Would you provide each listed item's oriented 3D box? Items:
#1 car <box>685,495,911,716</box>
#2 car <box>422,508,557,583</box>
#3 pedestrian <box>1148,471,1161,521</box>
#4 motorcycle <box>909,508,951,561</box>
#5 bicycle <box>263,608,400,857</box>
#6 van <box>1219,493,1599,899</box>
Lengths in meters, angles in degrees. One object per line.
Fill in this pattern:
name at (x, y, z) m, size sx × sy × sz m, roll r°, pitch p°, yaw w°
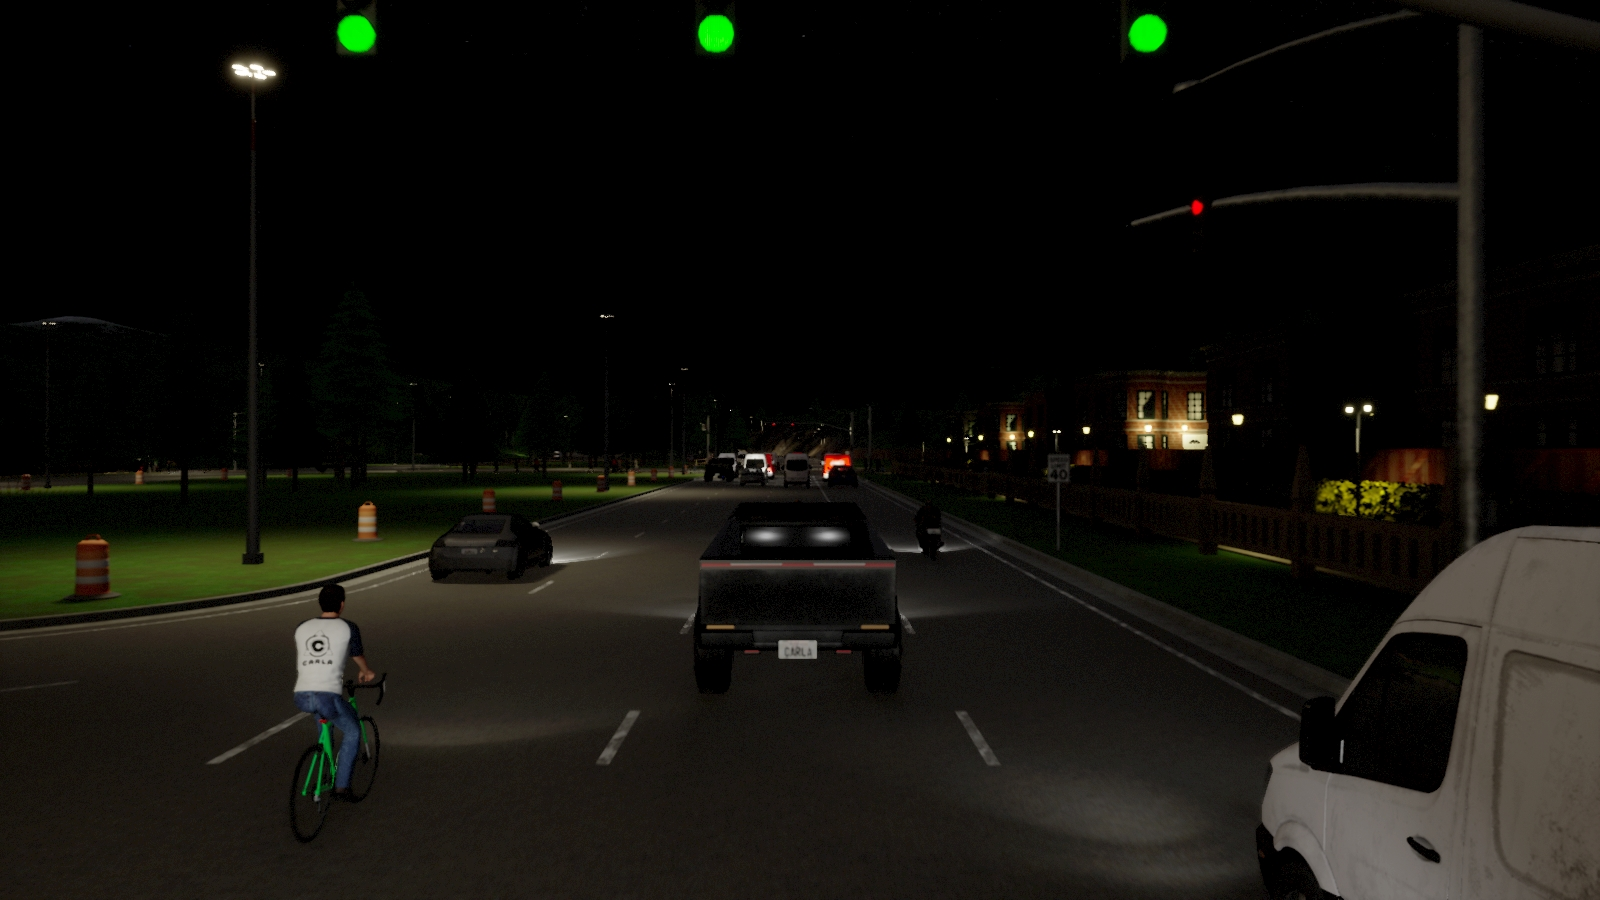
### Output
car at (-0.031, 1.762, 15.194) m, size 2.390 × 2.098 × 6.274 m, roll 0°, pitch 0°, yaw 0°
car at (-7.061, 2.134, 26.403) m, size 1.994 × 1.385 × 4.181 m, roll 0°, pitch 0°, yaw 0°
pedestrian at (13.229, 1.725, 42.625) m, size 0.375 × 1.860 × 0.375 m, roll 0°, pitch 0°, yaw -3°
motorcycle at (3.429, 2.222, 30.348) m, size 0.867 × 1.251 × 2.209 m, roll 0°, pitch 0°, yaw 0°
bicycle at (-3.514, 2.061, 8.694) m, size 0.373 × 1.496 × 1.643 m, roll 0°, pitch 0°, yaw 0°
van at (3.489, 1.537, 3.842) m, size 1.988 × 2.561 × 5.915 m, roll 0°, pitch 0°, yaw 0°
